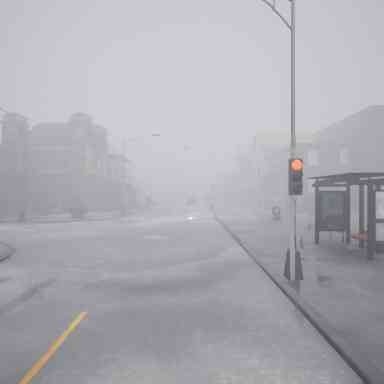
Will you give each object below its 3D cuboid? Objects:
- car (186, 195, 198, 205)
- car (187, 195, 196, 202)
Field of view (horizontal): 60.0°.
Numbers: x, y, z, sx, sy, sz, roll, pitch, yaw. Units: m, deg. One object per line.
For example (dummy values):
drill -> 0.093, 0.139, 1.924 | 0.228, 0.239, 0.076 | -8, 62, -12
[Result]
car -> 0.018, 1.547, 58.078 | 2.033, 1.411, 5.357 | 0, 0, 0
car -> -0.117, 1.500, 77.293 | 1.837, 1.490, 4.892 | 0, 0, 0
